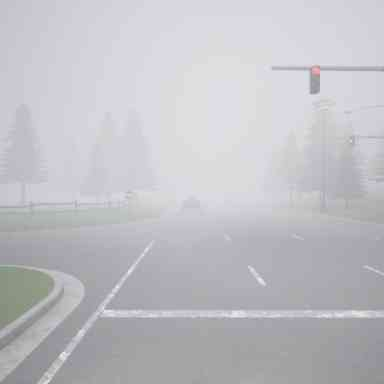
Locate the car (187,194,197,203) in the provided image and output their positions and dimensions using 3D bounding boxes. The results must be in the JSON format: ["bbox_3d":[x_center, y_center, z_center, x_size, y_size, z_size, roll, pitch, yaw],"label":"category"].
[{"bbox_3d":[-0.070,1.348,70.743,2.097,1.767,4.553,0,0,0],"label":"car"}]

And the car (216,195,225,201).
[{"bbox_3d":[6.920,1.385,80.783,1.994,1.385,4.181,0,0,0],"label":"car"}]

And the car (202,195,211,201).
[{"bbox_3d":[3.420,1.428,80.810,1.895,1.301,4.718,0,0,0],"label":"car"}]

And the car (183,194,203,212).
[{"bbox_3d":[-0.039,1.352,39.706,2.097,1.767,4.553,0,0,0],"label":"car"}]

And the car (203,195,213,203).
[{"bbox_3d":[3.430,1.545,70.777,1.994,1.385,4.181,0,0,0],"label":"car"}]

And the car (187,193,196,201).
[{"bbox_3d":[-0.080,1.188,80.746,2.097,1.767,4.553,0,0,0],"label":"car"}]

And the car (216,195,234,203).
[{"bbox_3d":[6.930,1.531,70.364,2.033,1.411,5.357,0,0,0],"label":"car"}]

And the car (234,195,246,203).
[{"bbox_3d":[10.430,1.517,70.784,1.812,1.442,4.674,0,0,0],"label":"car"}]

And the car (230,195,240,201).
[{"bbox_3d":[10.420,1.385,80.787,1.994,1.385,4.181,0,0,0],"label":"car"}]
